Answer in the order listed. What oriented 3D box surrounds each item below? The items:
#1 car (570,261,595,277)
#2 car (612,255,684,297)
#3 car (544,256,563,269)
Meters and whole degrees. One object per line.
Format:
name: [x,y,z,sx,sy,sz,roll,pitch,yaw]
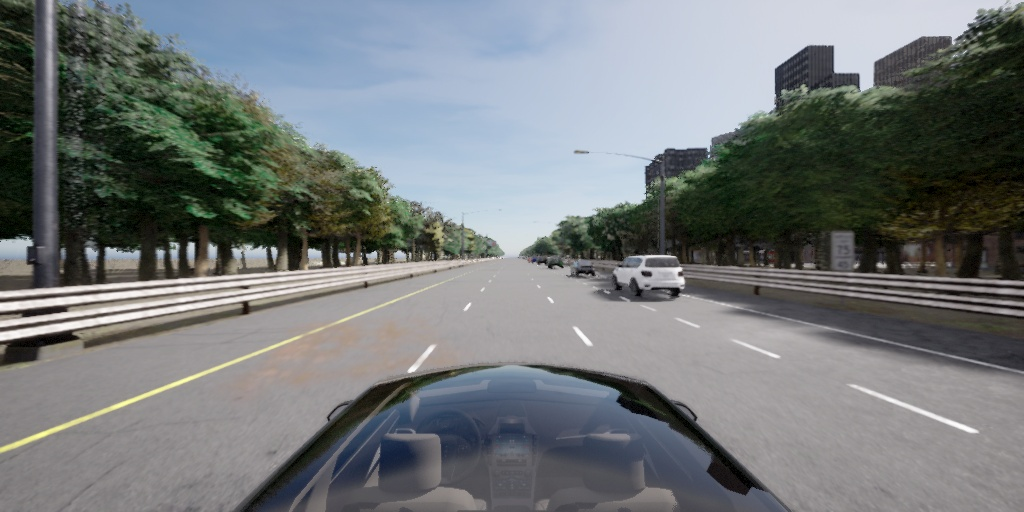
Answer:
car: [7.003,1.272,35.982,1.837,1.490,4.892,0,0,0]
car: [7.002,0.980,19.039,2.150,2.045,5.566,0,0,0]
car: [7.025,1.018,58.943,2.150,2.045,5.566,0,0,0]
